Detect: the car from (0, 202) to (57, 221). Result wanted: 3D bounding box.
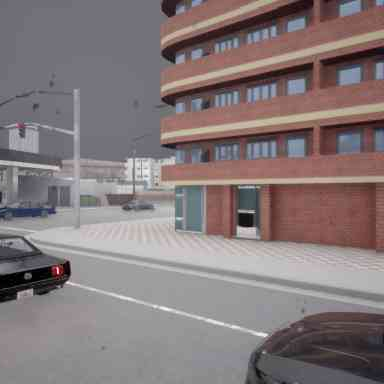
[{"bbox_3d":[-14.126,1.545,27.929,2.033,1.411,5.357,0,0,34],"label":"car"}]

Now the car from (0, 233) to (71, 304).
[{"bbox_3d":[-4.883,1.599,7.460,4.718,1.301,1.895,0,0,36],"label":"car"}]

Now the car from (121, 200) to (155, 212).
[{"bbox_3d":[-6.326,1.591,39.258,1.994,1.385,4.181,0,0,34],"label":"car"}]

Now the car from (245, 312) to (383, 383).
[{"bbox_3d":[2.699,1.514,2.070,4.892,1.490,1.837,0,0,35],"label":"car"}]
